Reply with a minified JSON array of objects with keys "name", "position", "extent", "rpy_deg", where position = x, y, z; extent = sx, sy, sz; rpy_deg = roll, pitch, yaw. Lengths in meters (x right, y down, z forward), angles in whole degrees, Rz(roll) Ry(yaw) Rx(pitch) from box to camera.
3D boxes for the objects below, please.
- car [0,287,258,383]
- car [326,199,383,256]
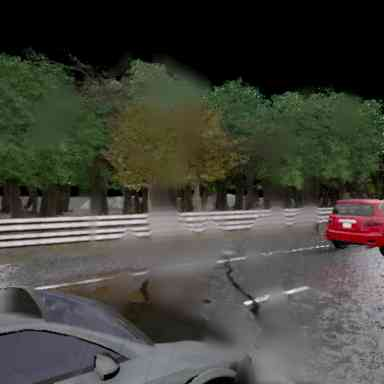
[{"name":"car","position":[-1.415,1.566,2.736],"extent":[4.181,1.385,1.994],"rpy_deg":[0,0,-35]},{"name":"car","position":[7.795,1.320,13.586],"extent":[5.566,2.045,2.150],"rpy_deg":[0,0,-35]}]
